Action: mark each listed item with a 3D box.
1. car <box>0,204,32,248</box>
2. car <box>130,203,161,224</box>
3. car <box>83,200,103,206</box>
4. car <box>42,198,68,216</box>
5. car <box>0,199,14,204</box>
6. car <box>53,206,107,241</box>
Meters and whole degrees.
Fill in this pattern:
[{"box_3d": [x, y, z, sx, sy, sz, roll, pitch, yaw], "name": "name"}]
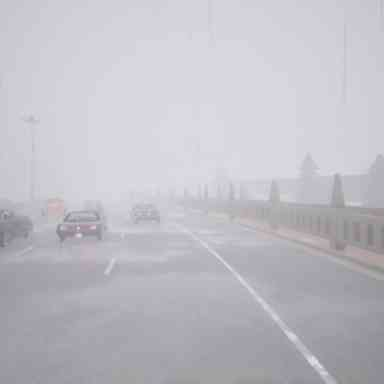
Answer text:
[{"box_3d": [-8.513, 1.485, 14.534, 2.128, 1.511, 4.902, 0, 0, -10], "name": "car"}, {"box_3d": [-3.532, 1.504, 24.666, 2.033, 1.411, 5.357, 0, 0, -15], "name": "car"}, {"box_3d": [-10.075, 1.512, 34.108, 2.033, 1.411, 5.357, 0, 0, -18], "name": "car"}, {"box_3d": [-13.236, 1.334, 32.380, 2.097, 1.767, 4.553, 0, 0, -18], "name": "car"}, {"box_3d": [-24.262, 1.562, 42.810, 2.033, 1.411, 5.357, 0, 0, -18], "name": "car"}, {"box_3d": [-5.292, 1.580, 16.544, 1.895, 1.301, 4.718, 0, 0, -11], "name": "car"}]
